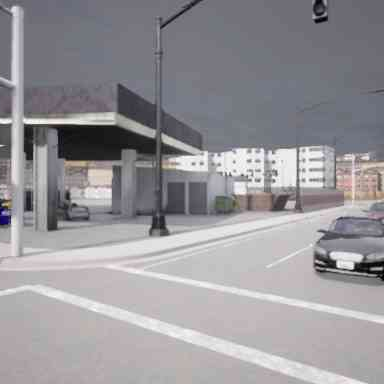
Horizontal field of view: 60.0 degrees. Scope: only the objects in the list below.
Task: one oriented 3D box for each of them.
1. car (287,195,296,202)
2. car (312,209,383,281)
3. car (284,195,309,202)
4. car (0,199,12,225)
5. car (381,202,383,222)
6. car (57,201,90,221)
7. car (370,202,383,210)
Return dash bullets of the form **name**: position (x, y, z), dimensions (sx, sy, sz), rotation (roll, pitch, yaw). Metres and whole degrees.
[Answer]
- **car**: position (22.454, 1.494, 76.544), dimensions (5.357, 1.411, 2.033), rotation (0, 0, 33)
- **car**: position (5.045, 1.489, 10.015), dimensions (2.128, 1.511, 4.902), rotation (0, 0, 34)
- **car**: position (24.804, 1.491, 79.176), dimensions (5.357, 1.411, 2.033), rotation (0, 0, 33)
- **car**: position (-12.390, 1.257, 20.329), dimensions (4.611, 1.667, 2.242), rotation (0, 0, 36)
- **car**: position (16.172, 1.523, 26.232), dimensions (1.812, 1.442, 4.674), rotation (0, 0, 34)
- **car**: position (-9.675, 1.417, 25.450), dimensions (3.806, 1.475, 1.970), rotation (0, 0, 36)
- **car**: position (10.520, 1.349, 18.032), dimensions (2.097, 1.767, 4.553), rotation (0, 0, 34)
